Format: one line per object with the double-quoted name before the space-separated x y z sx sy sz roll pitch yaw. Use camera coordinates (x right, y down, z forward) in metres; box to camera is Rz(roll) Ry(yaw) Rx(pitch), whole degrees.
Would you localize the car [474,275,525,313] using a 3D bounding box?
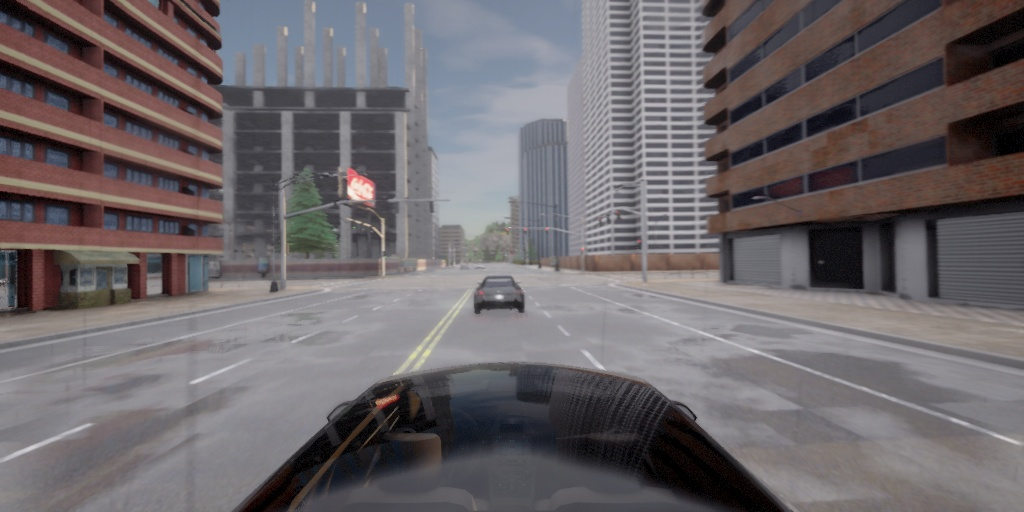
"car" -0.528 1.489 15.019 1.994 1.385 4.181 -1 -1 -2
